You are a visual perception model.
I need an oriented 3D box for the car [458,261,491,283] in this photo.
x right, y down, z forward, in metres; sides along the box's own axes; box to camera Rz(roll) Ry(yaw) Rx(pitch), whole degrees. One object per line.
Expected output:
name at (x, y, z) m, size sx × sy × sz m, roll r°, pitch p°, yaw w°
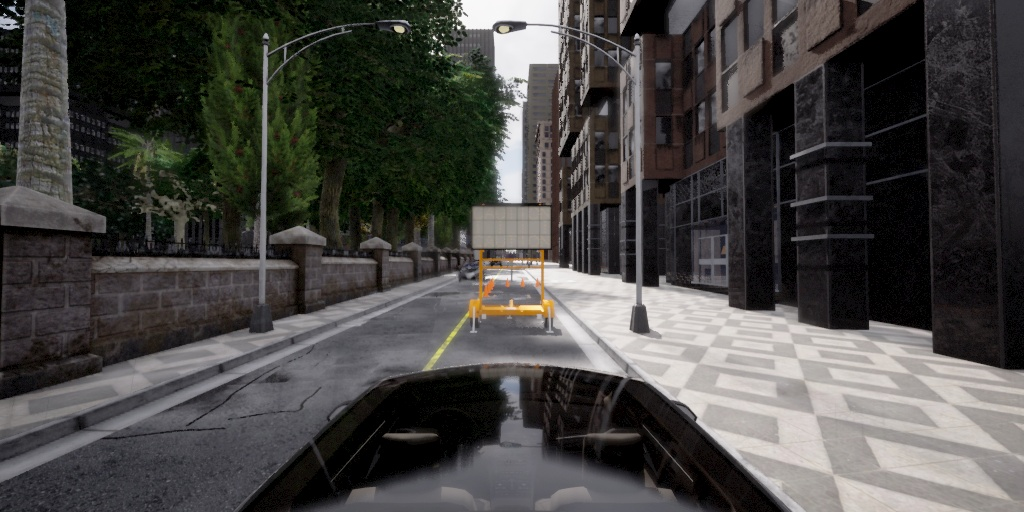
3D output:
car at (-3.132, 1.275, 28.665) m, size 2.128 × 1.511 × 4.902 m, roll 0°, pitch 0°, yaw 0°

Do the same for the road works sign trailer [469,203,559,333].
road works sign trailer at (-0.009, 0.221, 10.757) m, size 2.380 × 3.560 × 2.880 m, roll 0°, pitch 0°, yaw 0°
